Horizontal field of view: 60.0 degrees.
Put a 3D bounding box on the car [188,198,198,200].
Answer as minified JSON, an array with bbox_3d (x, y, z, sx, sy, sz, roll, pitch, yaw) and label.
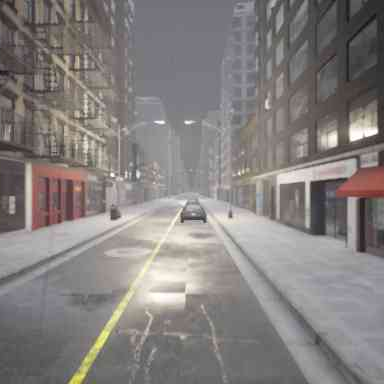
[{"bbox_3d":[0.116,1.530,42.626,2.033,1.411,5.357,0,0,0],"label":"car"}]

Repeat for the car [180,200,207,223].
[{"bbox_3d":[0.110,1.559,25.760,1.994,1.385,4.181,0,0,0],"label":"car"}]
